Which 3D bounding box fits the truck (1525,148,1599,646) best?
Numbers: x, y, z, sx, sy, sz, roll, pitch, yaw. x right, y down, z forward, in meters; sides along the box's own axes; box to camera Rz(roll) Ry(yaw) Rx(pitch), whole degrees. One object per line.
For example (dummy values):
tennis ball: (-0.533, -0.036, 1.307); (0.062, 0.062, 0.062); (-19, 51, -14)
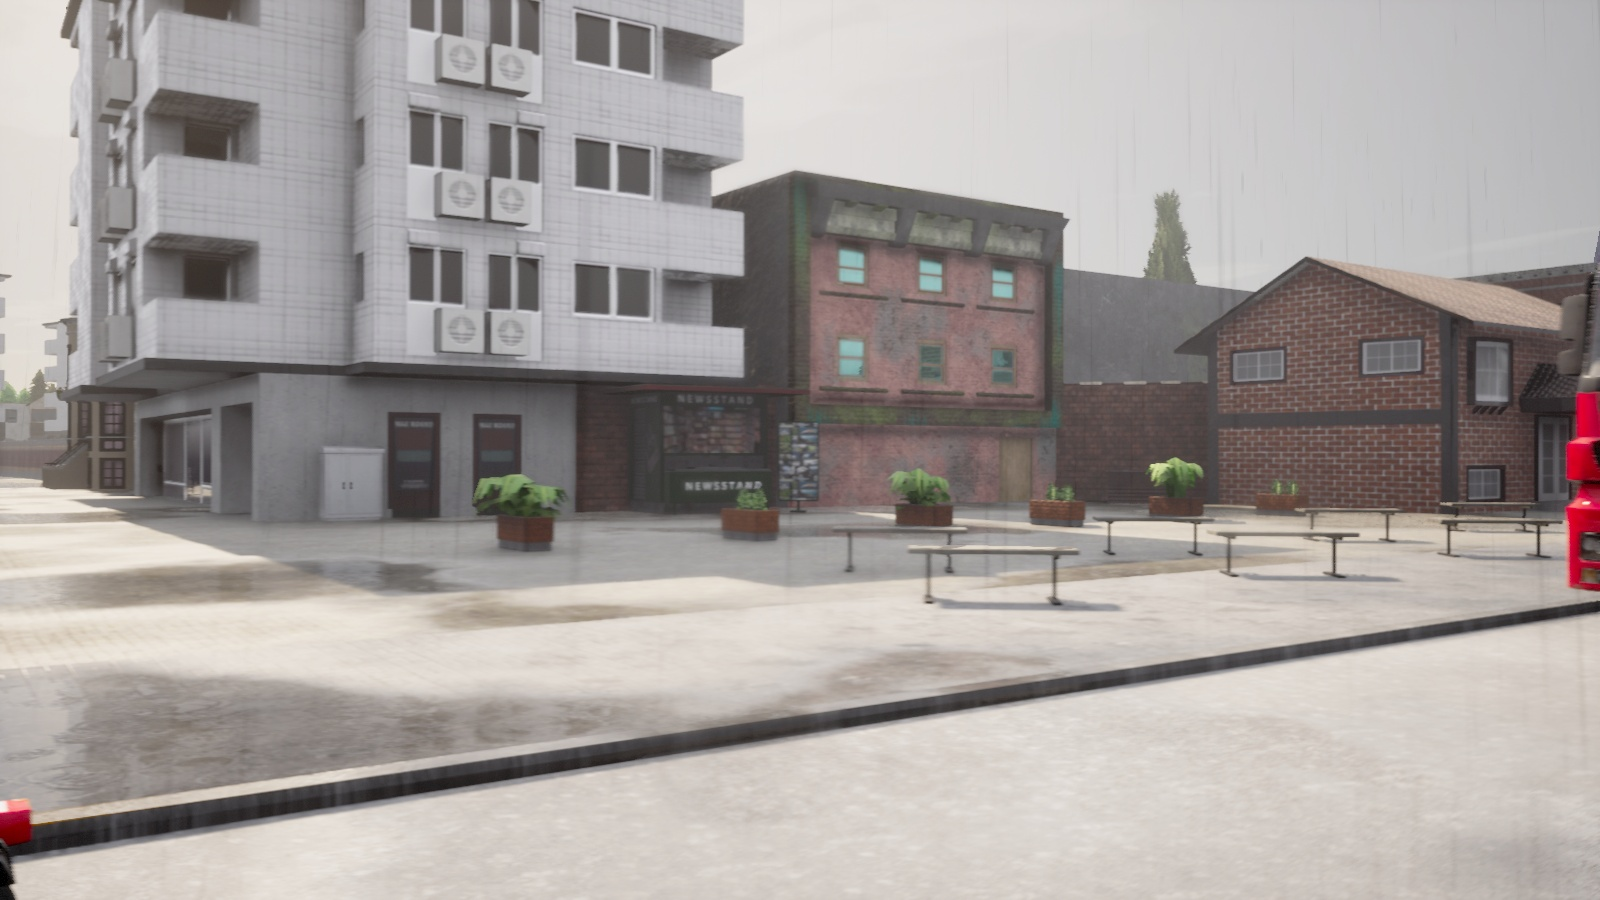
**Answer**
truck: (10.139, -0.413, 11.329); (8.468, 3.827, 2.891); (0, 0, -35)
